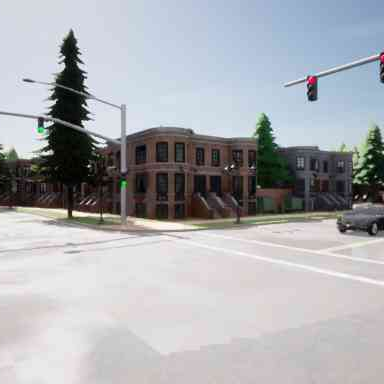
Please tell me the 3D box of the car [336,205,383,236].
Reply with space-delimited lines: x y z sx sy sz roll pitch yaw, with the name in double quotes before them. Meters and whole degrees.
"car" 10.052 1.505 18.728 4.892 1.490 1.837 0 0 -37
